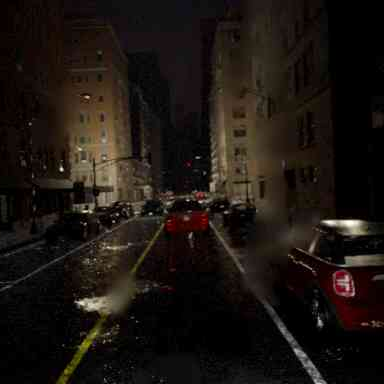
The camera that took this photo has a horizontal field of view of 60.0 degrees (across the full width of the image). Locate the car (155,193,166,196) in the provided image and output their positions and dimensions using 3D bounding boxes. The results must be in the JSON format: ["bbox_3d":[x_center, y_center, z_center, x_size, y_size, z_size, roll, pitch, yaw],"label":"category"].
[{"bbox_3d":[-6.685,1.261,65.329,1.802,1.307,4.206,-3,1,-1],"label":"car"}]

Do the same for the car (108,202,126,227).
[{"bbox_3d":[-6.054,1.641,22.731,1.802,1.307,4.206,-3,1,-1],"label":"car"}]

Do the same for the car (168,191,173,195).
[{"bbox_3d":[-7.057,1.005,92.197,1.752,1.417,4.829,-3,0,-1],"label":"car"}]

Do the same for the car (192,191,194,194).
[{"bbox_3d":[1.678,0.719,76.261,2.008,1.369,4.403,-3,0,-1],"label":"car"}]

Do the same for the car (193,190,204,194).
[{"bbox_3d":[1.821,0.695,65.443,1.967,1.590,4.097,-3,1,-1],"label":"car"}]

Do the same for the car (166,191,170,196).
[{"bbox_3d":[-6.835,1.143,76.144,2.008,1.369,4.403,-3,0,-1],"label":"car"}]

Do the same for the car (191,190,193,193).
[{"bbox_3d":[1.523,0.531,87.077,1.967,1.590,4.097,-3,0,-1],"label":"car"}]

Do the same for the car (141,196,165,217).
[{"bbox_3d":[-3.510,1.399,30.475,2.033,1.411,5.357,-3,1,-1],"label":"car"}]

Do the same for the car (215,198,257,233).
[{"bbox_3d":[2.544,1.239,17.359,2.008,1.369,4.403,-3,1,-1],"label":"car"}]

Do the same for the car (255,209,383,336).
[{"bbox_3d":[2.711,1.235,6.357,1.967,1.590,4.097,-3,1,-1],"label":"car"}]

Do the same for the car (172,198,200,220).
[{"bbox_3d":[-0.452,1.302,26.833,1.994,1.385,4.181,-3,1,0],"label":"car"}]

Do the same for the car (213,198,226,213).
[{"bbox_3d":[2.373,1.147,28.360,1.947,1.339,4.313,-3,1,-1],"label":"car"}]

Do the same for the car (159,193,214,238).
[{"bbox_3d":[-0.259,1.183,16.962,2.097,1.767,4.553,-3,1,0],"label":"car"}]

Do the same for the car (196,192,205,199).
[{"bbox_3d":[1.748,0.735,71.023,1.752,1.417,4.829,-3,0,-1],"label":"car"}]

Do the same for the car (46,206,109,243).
[{"bbox_3d":[-5.968,1.678,17.230,1.947,1.339,4.313,-3,1,-1],"label":"car"}]

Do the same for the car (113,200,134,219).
[{"bbox_3d":[-6.147,1.446,28.230,1.967,1.590,4.097,-3,1,-1],"label":"car"}]
